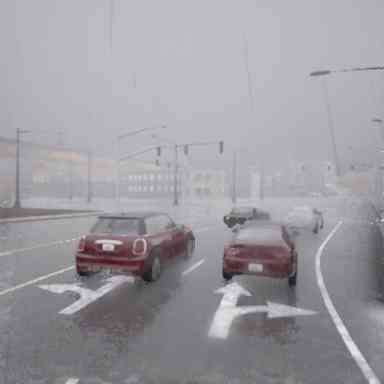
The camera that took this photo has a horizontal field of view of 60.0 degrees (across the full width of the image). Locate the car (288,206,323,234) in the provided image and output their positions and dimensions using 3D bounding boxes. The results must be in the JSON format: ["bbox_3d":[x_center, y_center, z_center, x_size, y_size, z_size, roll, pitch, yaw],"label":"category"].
[{"bbox_3d":[6.688,1.581,19.912,1.812,1.442,4.674,0,0,27],"label":"car"}]

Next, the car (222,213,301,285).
[{"bbox_3d":[2.076,1.546,9.614,1.812,1.442,4.674,0,-1,17],"label":"car"}]

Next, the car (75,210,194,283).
[{"bbox_3d":[-1.423,1.350,10.018,2.097,1.767,4.553,0,0,16],"label":"car"}]

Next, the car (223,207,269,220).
[{"bbox_3d":[3.713,1.639,21.784,1.895,1.301,4.718,0,0,27],"label":"car"}]
